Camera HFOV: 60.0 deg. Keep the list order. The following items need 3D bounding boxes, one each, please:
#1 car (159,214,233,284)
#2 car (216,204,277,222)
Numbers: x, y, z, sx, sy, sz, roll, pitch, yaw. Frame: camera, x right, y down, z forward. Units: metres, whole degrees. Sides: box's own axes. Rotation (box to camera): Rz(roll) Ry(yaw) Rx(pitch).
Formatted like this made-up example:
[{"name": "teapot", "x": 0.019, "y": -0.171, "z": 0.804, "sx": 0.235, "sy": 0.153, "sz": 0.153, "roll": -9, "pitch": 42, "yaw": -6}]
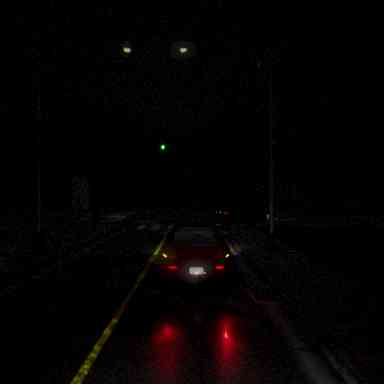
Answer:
[{"name": "car", "x": 0.094, "y": 1.590, "z": 9.653, "sx": 1.812, "sy": 1.442, "sz": 4.674, "roll": 0, "pitch": 0, "yaw": 0}, {"name": "car", "x": 4.507, "y": 1.705, "z": 27.730, "sx": 5.357, "sy": 1.411, "sz": 2.033, "roll": 0, "pitch": 0, "yaw": -28}]
